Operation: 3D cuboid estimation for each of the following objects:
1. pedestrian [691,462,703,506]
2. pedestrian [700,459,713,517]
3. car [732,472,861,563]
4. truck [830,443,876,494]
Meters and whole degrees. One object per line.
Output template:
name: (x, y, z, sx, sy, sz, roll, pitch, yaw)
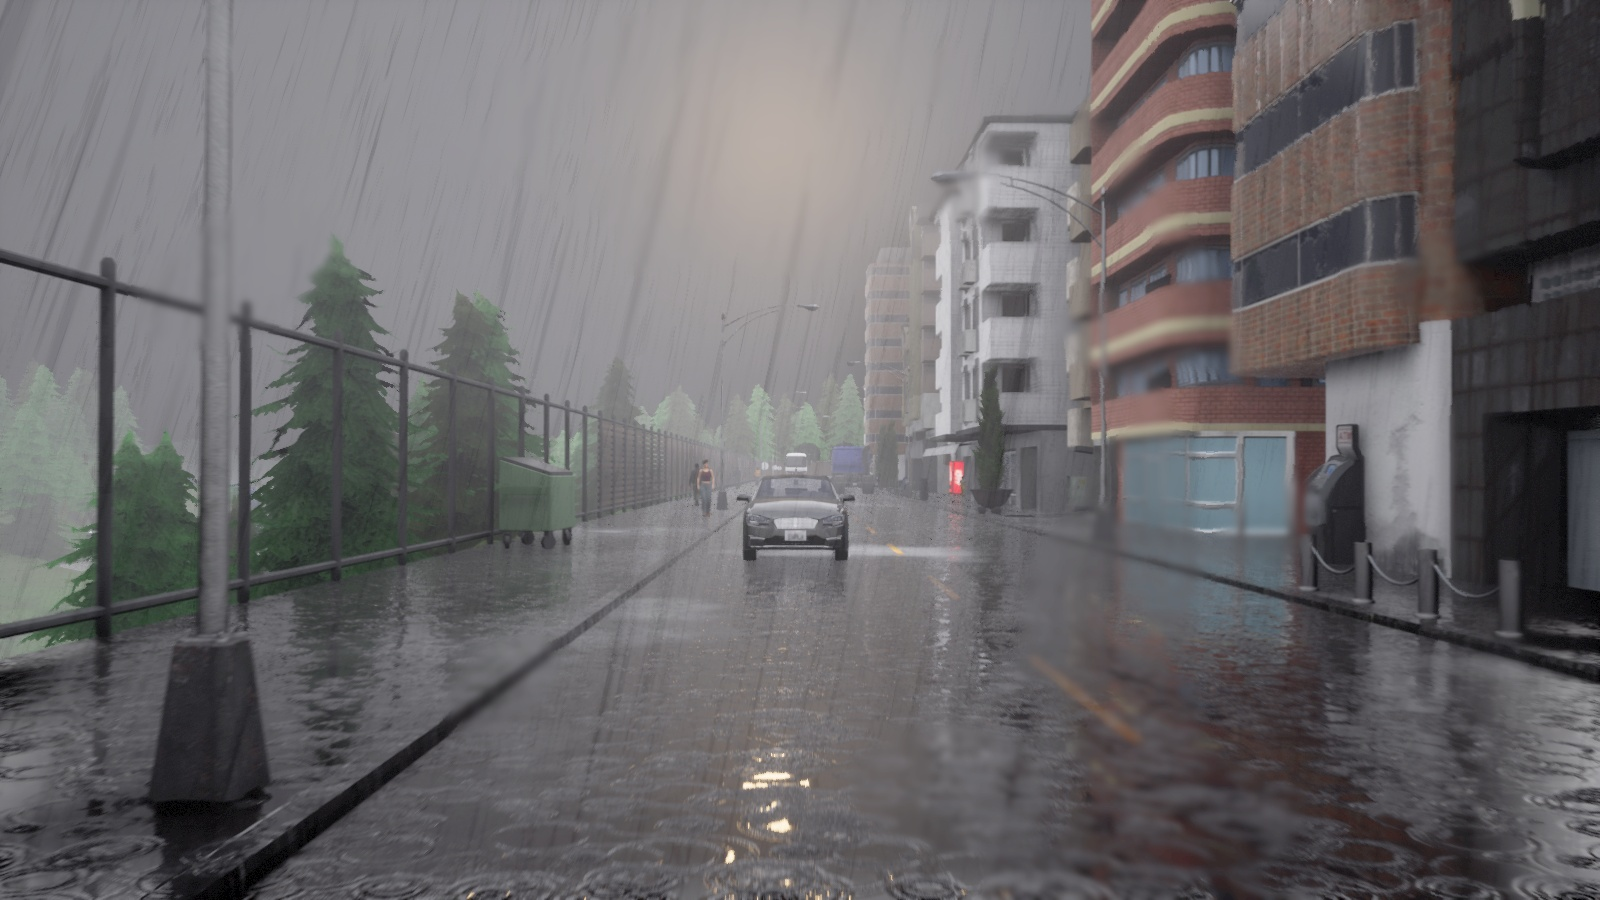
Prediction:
pedestrian: (-4.278, 1.417, 52.261, 0.431, 1.840, 0.703, 0, -1, 0)
pedestrian: (-2.965, 1.204, 39.842, 0.345, 1.836, 0.594, 0, -1, -10)
car: (-0.068, 1.161, 23.259, 2.128, 1.511, 4.902, 0, -1, 0)
truck: (3.739, 1.326, 90.087, 2.891, 3.462, 7.936, 0, -1, 0)
